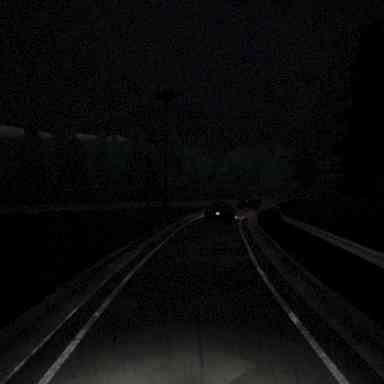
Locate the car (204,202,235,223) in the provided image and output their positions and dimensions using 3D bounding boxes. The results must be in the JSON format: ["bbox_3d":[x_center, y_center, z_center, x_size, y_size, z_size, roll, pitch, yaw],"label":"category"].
[{"bbox_3d":[2.097,1.409,24.400,1.994,1.385,4.181,0,1,10],"label":"car"}]

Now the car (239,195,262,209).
[{"bbox_3d":[7.268,1.092,41.249,2.097,1.767,4.553,0,0,22],"label":"car"}]
